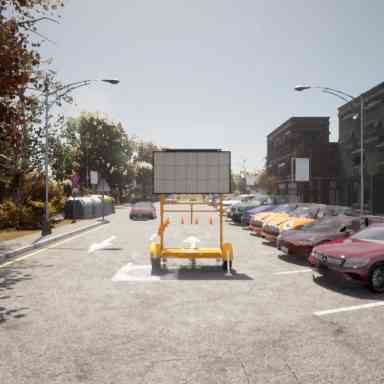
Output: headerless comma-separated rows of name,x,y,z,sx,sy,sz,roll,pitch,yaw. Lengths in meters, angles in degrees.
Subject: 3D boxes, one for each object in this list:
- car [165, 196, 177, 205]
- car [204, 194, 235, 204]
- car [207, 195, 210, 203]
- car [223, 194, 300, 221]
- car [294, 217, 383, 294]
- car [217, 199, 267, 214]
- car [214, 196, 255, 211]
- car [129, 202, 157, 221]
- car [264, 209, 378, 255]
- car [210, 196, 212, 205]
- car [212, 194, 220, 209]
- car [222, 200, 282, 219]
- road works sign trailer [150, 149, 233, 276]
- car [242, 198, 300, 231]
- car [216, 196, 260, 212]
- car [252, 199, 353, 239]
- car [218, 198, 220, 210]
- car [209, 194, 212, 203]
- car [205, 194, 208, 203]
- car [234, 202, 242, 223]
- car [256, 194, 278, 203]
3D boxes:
car,-4.034,1.501,63.494,2.097,1.767,4.553,0,0,0
car,5.375,1.391,65.719,5.566,2.045,2.435,1,0,-20
car,5.362,1.583,50.681,5.008,1.535,2.097,1,-1,-20
car,5.308,1.251,23.629,5.566,2.045,2.435,1,0,-20
car,5.299,1.527,8.641,4.674,1.452,2.002,1,0,-20
car,5.321,1.560,35.645,4.792,1.488,2.163,1,0,-20
car,5.328,1.423,41.661,4.553,1.767,2.185,1,0,-20
car,-4.051,1.552,28.015,1.812,1.442,4.674,0,0,0
car,5.271,1.518,11.633,4.792,1.488,2.163,1,0,-20
car,5.365,1.600,44.669,4.674,1.452,2.002,1,0,-20
car,5.317,1.270,32.646,5.566,2.045,2.435,1,0,-20
car,5.304,1.544,29.644,4.792,1.488,2.163,1,0,-20
road works sign trailer,-0.011,0.467,10.358,2.380,3.560,2.880,0,0,0
car,5.339,1.369,17.654,4.553,1.767,2.185,1,0,-20
car,5.322,1.413,38.660,4.553,1.767,2.185,1,0,-20
car,5.334,1.366,14.653,4.553,1.767,2.185,1,0,-20
car,5.151,1.503,26.586,5.366,1.575,1.946,1,0,-20
car,5.401,1.446,47.678,4.553,1.767,2.185,1,0,-20
car,5.190,1.612,59.625,5.366,1.575,1.946,1,0,-20
car,5.308,1.538,20.651,4.674,1.452,2.002,1,0,-20
car,18.333,1.462,81.718,2.435,2.045,5.566,0,0,-21
